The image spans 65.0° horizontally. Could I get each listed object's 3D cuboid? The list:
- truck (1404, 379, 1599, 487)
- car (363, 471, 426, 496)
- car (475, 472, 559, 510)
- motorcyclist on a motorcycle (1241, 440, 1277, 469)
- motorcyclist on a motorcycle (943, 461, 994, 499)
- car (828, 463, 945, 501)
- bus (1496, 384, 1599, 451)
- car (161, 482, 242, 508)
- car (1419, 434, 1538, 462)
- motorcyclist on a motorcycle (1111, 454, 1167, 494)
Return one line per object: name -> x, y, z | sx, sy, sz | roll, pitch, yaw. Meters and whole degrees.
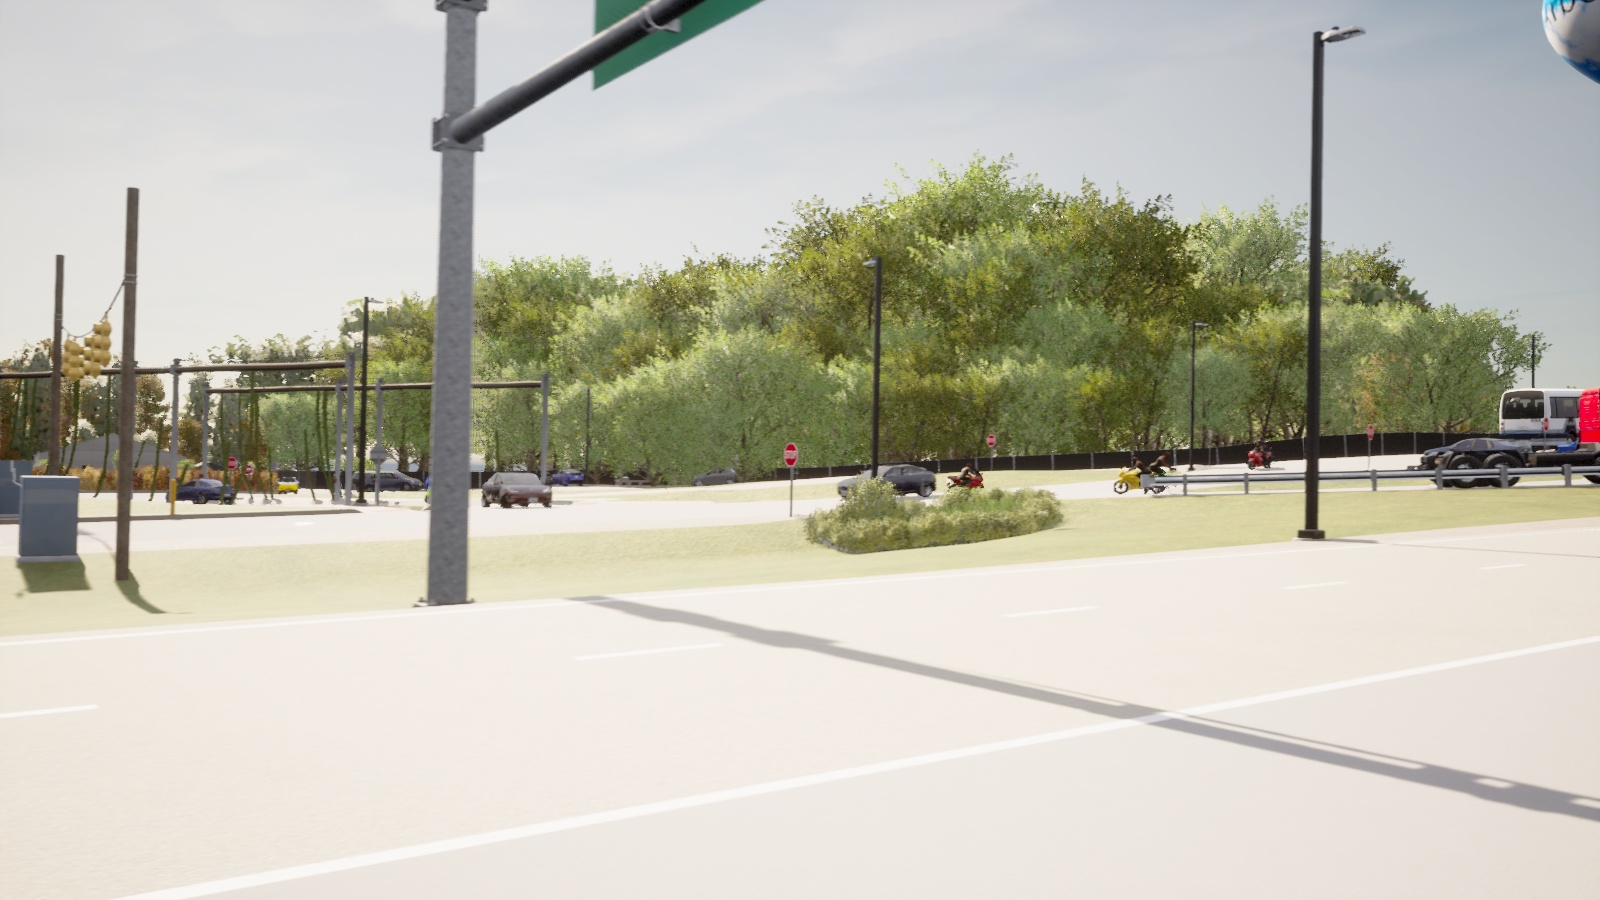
truck -> 25.719, -0.580, 43.652 | 7.936, 3.462, 2.891 | -2, -1, 13
car -> -29.654, 2.452, 91.899 | 3.988, 1.617, 1.851 | -2, -1, 6
car -> -11.694, 1.689, 51.620 | 2.163, 1.488, 4.792 | 0, -2, -28
motorcyclist on a motorcycle -> 25.772, 0.269, 70.485 | 2.044, 1.523, 0.797 | -4, 2, -35
motorcyclist on a motorcycle -> 7.200, 1.278, 53.656 | 2.044, 1.523, 0.797 | -1, -2, -29
car -> 3.821, 1.376, 55.300 | 4.792, 1.488, 2.163 | -2, 1, -35
bus -> 51.923, -2.200, 84.798 | 10.273, 4.253, 3.944 | -2, 1, -31
car -> -34.294, 2.552, 71.920 | 4.674, 1.442, 1.812 | -1, -2, 29
car -> 37.181, -0.105, 68.937 | 2.033, 1.411, 5.357 | -3, 2, -36
motorcyclist on a motorcycle -> 13.552, 0.960, 50.208 | 2.044, 1.523, 0.797 | -2, -2, 18
